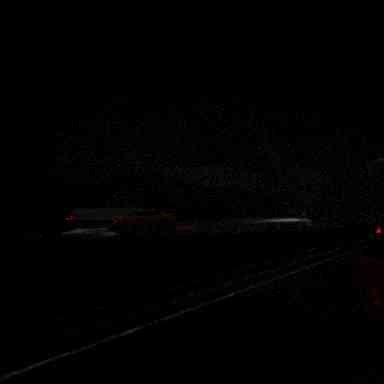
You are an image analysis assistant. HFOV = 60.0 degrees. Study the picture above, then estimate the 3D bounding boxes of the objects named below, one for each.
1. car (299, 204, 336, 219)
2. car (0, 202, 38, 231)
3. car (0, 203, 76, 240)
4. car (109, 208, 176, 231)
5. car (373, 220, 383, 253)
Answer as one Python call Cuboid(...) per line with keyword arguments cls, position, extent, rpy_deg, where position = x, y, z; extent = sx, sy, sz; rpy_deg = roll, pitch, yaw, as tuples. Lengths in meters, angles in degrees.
Cuboid(cls="car", position=(14.046, 2.143, 37.119), extent=(4.902, 1.511, 2.128), rpy_deg=(0, -1, -33))
Cuboid(cls="car", position=(-14.697, 1.833, 24.917), extent=(5.566, 2.045, 2.150), rpy_deg=(0, -2, -21))
Cuboid(cls="car", position=(-9.668, 1.685, 19.240), extent=(5.566, 2.045, 2.150), rpy_deg=(0, -1, -19))
Cuboid(cls="car", position=(-3.685, 2.012, 24.984), extent=(5.008, 1.535, 1.882), rpy_deg=(0, -1, -18))
Cuboid(cls="car", position=(9.309, 1.570, 13.836), extent=(4.553, 1.767, 2.097), rpy_deg=(1, -2, -44))
